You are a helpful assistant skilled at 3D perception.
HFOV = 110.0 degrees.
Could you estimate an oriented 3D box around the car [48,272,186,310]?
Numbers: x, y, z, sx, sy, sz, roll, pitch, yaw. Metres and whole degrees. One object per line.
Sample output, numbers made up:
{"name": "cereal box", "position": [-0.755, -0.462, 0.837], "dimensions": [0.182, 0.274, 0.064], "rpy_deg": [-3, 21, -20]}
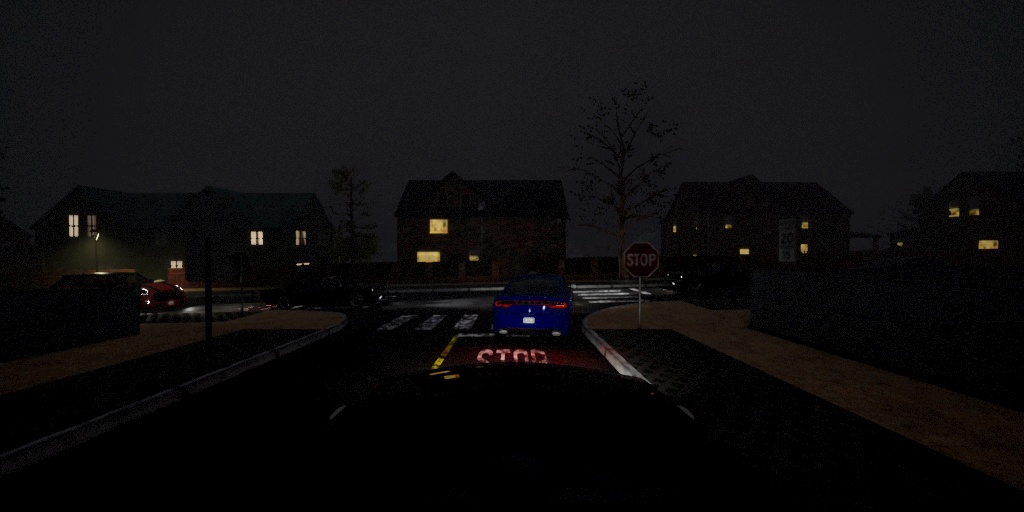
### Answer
{"name": "car", "position": [-16.811, 1.471, 15.298], "dimensions": [4.553, 1.767, 2.097], "rpy_deg": [-1, 1, 0]}

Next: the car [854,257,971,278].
{"name": "car", "position": [20.042, 0.753, 18.300], "dimensions": [5.357, 1.411, 2.033], "rpy_deg": [-1, 1, 0]}

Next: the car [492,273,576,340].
{"name": "car", "position": [0.779, 1.226, 10.113], "dimensions": [1.882, 1.535, 5.008], "rpy_deg": [0, 0, 10]}

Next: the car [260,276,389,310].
{"name": "car", "position": [-7.823, 1.506, 15.314], "dimensions": [4.718, 1.301, 1.895], "rpy_deg": [-1, 1, 0]}

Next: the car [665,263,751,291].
{"name": "car", "position": [10.396, 1.034, 18.256], "dimensions": [4.718, 1.301, 1.895], "rpy_deg": [-1, 1, -1]}
